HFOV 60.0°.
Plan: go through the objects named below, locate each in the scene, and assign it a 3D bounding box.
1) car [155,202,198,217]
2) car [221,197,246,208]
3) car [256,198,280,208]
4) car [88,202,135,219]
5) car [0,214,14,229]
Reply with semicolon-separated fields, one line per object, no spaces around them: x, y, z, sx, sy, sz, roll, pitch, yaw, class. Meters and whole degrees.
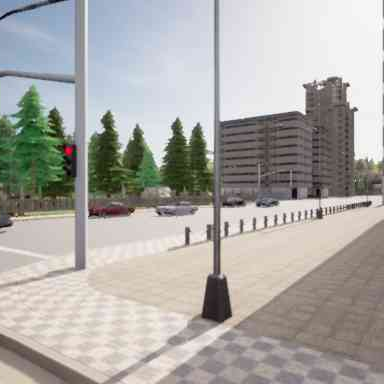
-1.430;1.594;31.835;1.895;1.301;4.718;0;0;36;car
6.000;1.469;48.173;1.882;1.535;5.008;0;0;36;car
11.394;1.540;49.640;2.033;1.411;5.357;0;0;36;car
-7.364;1.593;29.547;1.895;1.301;4.718;0;0;36;car
-12.098;1.540;16.885;2.033;1.411;5.357;0;0;36;car
